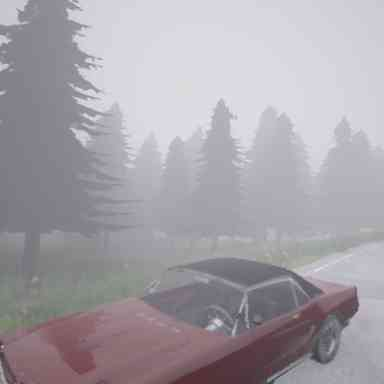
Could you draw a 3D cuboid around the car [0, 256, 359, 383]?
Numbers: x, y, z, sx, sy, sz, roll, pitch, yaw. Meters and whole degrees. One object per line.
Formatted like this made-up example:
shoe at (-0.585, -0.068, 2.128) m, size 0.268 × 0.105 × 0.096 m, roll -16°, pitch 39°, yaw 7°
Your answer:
car at (0.223, 1.626, 4.174) m, size 4.718 × 1.301 × 1.895 m, roll 0°, pitch 0°, yaw -42°
